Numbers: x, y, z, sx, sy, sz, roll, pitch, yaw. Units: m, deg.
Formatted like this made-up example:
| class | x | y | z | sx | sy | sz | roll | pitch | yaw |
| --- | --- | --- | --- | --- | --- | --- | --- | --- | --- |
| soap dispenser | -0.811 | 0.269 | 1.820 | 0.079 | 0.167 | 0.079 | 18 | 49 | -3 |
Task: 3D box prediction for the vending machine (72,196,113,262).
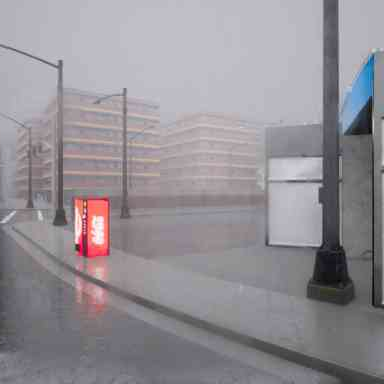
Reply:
| class | x | y | z | sx | sy | sz | roll | pitch | yaw |
| --- | --- | --- | --- | --- | --- | --- | --- | --- | --- |
| vending machine | -3.388 | 1.195 | 11.293 | 1.100 | 2.100 | 0.880 | 0 | 0 | -36 |
